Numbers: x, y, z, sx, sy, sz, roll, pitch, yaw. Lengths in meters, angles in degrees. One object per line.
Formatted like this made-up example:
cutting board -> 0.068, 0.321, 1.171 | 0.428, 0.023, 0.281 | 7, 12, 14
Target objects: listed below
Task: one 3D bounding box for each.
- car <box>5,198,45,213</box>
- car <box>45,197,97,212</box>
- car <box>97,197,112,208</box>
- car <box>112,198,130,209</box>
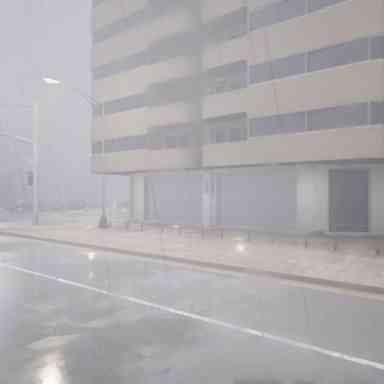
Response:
car -> -18.436, 1.500, 37.576 | 1.837, 1.490, 4.892 | 0, 0, 37
car -> -13.722, 1.500, 38.052 | 1.837, 1.490, 4.892 | 0, 0, 37
car -> -12.916, 1.500, 45.010 | 1.837, 1.490, 4.892 | 0, 0, 37
car -> -8.090, 1.473, 45.638 | 1.882, 1.535, 5.008 | 0, 0, 37
